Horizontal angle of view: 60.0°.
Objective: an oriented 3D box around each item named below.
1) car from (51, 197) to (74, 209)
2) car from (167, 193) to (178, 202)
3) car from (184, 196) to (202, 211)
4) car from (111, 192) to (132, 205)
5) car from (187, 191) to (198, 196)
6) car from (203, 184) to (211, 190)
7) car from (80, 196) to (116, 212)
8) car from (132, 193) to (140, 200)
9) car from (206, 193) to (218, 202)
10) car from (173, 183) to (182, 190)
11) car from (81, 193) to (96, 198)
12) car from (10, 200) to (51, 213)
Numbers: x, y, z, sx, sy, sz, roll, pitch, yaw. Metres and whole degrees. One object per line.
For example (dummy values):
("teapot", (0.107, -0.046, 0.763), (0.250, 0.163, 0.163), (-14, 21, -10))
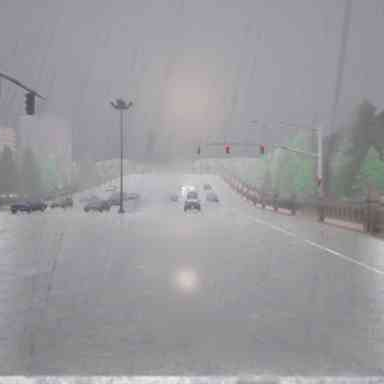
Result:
("car", (-17.627, 1.442, 45.353), (1.837, 1.490, 4.892), (0, 1, 0))
("car", (-3.424, 0.920, 58.128), (2.033, 1.411, 5.357), (0, 4, 0))
("car", (0.047, 1.498, 40.037), (1.812, 1.442, 4.674), (0, 0, 0))
("car", (-10.618, 1.098, 47.952), (2.150, 2.045, 5.566), (0, 2, 0))
("car", (0.103, 0.434, 64.100), (1.994, 1.385, 4.181), (0, 6, 0))
("car", (3.568, -1.265, 78.565), (1.895, 1.301, 4.718), (0, 7, 0))
("car", (-10.626, 1.522, 37.795), (2.033, 1.411, 5.357), (0, 0, 0))
("car", (-10.587, 0.825, 59.621), (1.994, 1.385, 4.181), (0, 5, 0))
("car", (3.576, 0.917, 58.133), (2.033, 1.411, 5.357), (0, 4, 0))
("car", (-3.432, -1.355, 78.555), (1.837, 1.490, 4.892), (0, 7, 0))
("car", (-17.599, 0.999, 56.696), (1.812, 1.442, 4.674), (0, 4, 0))
("car", (-17.666, 1.582, 36.153), (1.895, 1.301, 4.718), (0, 0, 1))
